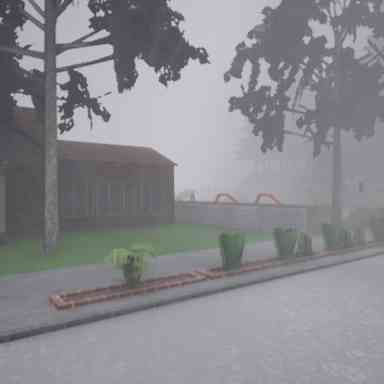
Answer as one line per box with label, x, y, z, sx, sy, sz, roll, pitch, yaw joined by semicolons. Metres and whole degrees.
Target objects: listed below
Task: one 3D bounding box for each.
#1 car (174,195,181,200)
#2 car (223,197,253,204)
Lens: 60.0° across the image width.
car;-3.032;1.084;56.653;1.812;1.442;4.674;0;0;-35
car;6.030;1.411;43.757;1.837;1.490;4.892;0;0;-35
